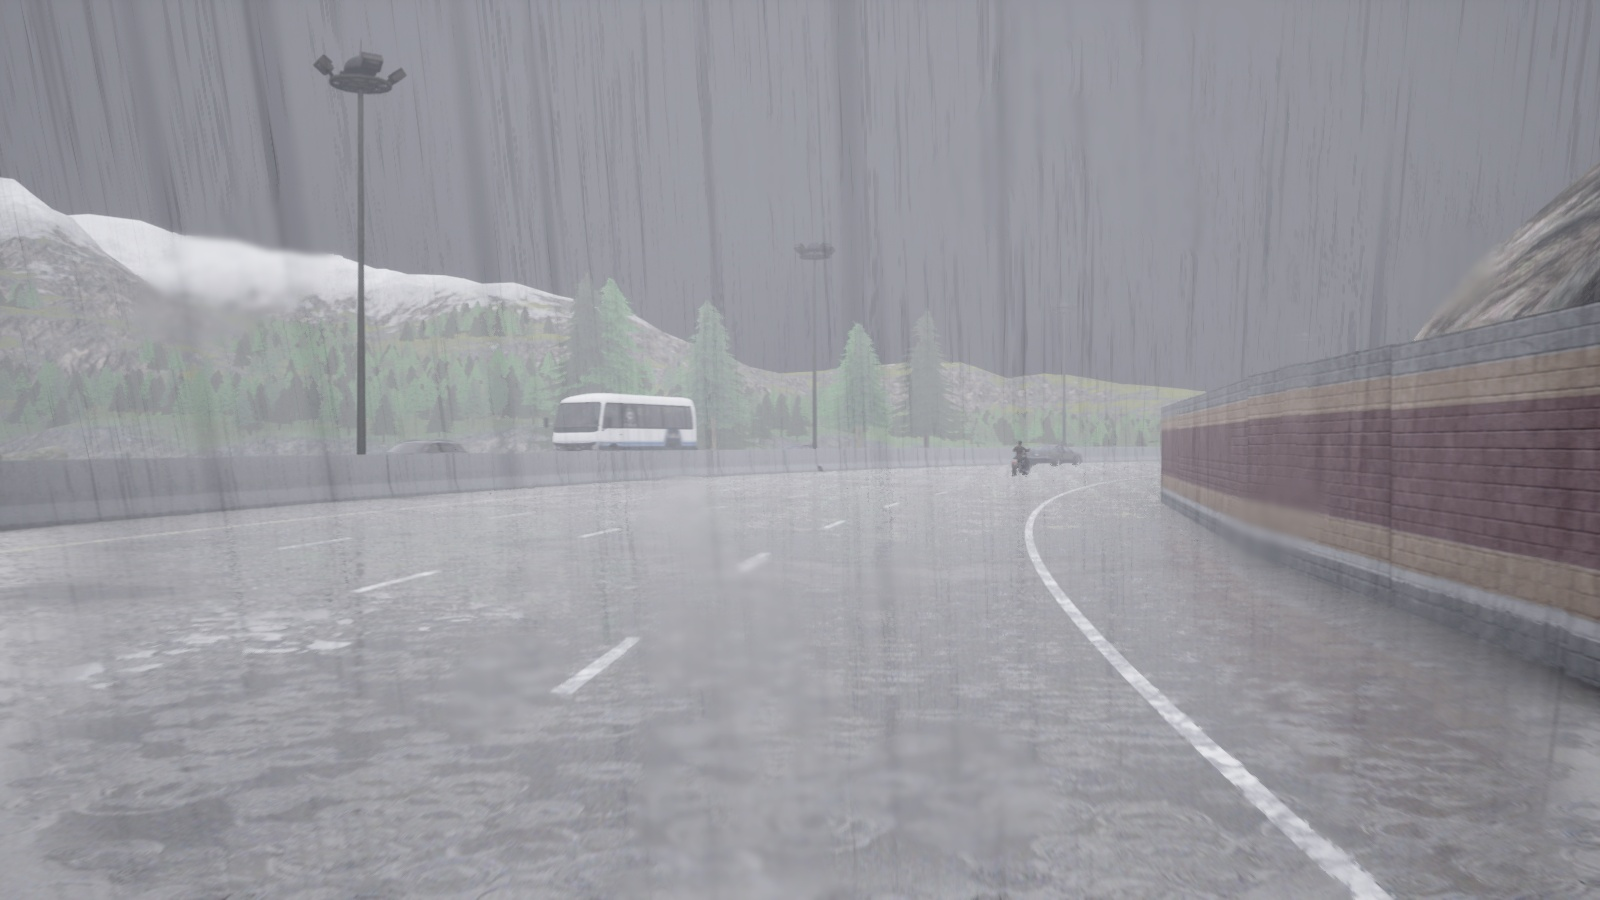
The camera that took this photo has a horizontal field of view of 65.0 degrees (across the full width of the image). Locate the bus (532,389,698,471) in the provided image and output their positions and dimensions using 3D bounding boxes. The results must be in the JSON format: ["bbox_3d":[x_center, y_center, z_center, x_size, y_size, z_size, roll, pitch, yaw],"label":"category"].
[{"bbox_3d":[-10.232,-1.042,70.972,3.944,4.253,10.273,0,0,28],"label":"bus"}]

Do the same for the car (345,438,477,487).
[{"bbox_3d":[-13.682,0.410,44.459,2.033,1.649,4.856,0,0,18],"label":"car"}]

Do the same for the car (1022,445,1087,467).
[{"bbox_3d":[16.475,0.355,81.081,2.033,1.411,5.357,0,0,36],"label":"car"}]

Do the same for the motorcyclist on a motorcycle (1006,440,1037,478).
[{"bbox_3d":[10.023,0.388,56.725,0.766,1.649,2.350,1,1,26],"label":"motorcyclist on a motorcycle"}]
